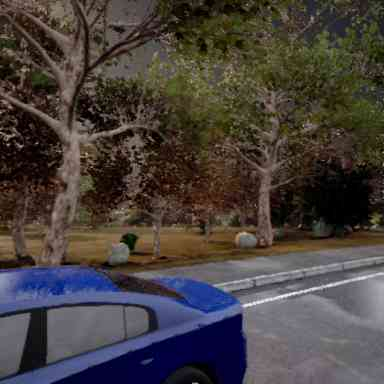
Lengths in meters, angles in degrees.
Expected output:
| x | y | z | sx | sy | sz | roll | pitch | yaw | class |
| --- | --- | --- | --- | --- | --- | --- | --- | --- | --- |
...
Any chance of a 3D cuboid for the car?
| x | y | z | sx | sy | sz | roll | pitch | yaw | class |
| --- | --- | --- | --- | --- | --- | --- | --- | --- | --- |
| -1.746 | 1.476 | 2.754 | 5.008 | 1.535 | 1.882 | 1 | 0 | -36 | car |
